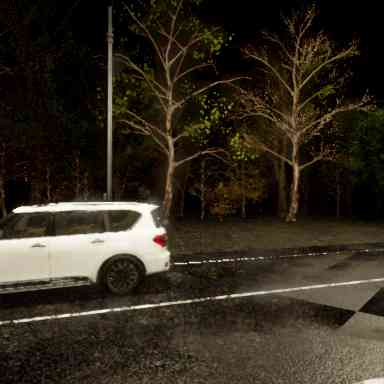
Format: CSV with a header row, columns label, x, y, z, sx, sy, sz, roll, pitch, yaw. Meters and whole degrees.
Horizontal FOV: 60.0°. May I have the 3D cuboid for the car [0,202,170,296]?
label,x,y,z,sx,sy,sz,roll,pitch,yaw
car,-3.273,1.269,7.584,5.566,2.045,2.150,0,0,-19
